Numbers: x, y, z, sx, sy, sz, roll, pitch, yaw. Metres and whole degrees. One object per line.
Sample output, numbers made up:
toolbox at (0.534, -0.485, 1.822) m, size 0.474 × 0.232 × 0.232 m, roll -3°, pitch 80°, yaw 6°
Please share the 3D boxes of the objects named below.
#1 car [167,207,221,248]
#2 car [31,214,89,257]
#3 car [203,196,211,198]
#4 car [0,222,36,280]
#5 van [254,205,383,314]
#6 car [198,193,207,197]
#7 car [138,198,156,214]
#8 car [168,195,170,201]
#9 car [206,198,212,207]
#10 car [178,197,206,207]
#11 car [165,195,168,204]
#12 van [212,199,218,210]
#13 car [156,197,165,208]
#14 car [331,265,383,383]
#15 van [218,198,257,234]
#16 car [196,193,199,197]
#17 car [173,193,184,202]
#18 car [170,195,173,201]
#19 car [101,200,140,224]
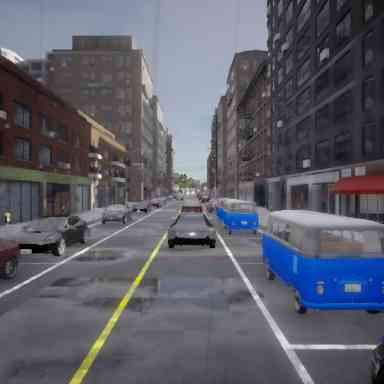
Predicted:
car at (0.000, 1.570, 14.650) m, size 1.994 × 1.385 × 4.181 m, roll 0°, pitch 0°, yaw 0°
car at (-5.388, 1.563, 12.988) m, size 1.947 × 1.339 × 4.313 m, roll 0°, pitch 0°, yaw 0°
car at (2.637, 1.515, 41.569) m, size 1.752 × 1.417 × 4.829 m, roll 0°, pitch 0°, yaw 0°
car at (-5.388, 1.580, 7.305) m, size 1.802 × 1.307 × 4.206 m, roll 0°, pitch 0°, yaw 0°
van at (2.637, 1.339, 7.305) m, size 1.690 × 1.788 × 3.998 m, roll 0°, pitch 0°, yaw 0°
car at (2.750, 1.458, 65.486) m, size 1.882 × 1.535 × 5.008 m, roll 0°, pitch 0°, yaw 0°
car at (-5.388, 1.557, 35.717) m, size 1.947 × 1.339 × 4.313 m, roll 0°, pitch 0°, yaw 0°
car at (-5.388, 1.528, 58.446) m, size 1.887 × 1.381 × 4.507 m, roll 0°, pitch 0°, yaw 0°
car at (2.637, 1.573, 35.717) m, size 1.802 × 1.307 × 4.206 m, roll 0°, pitch 0°, yaw 0°
car at (0.000, 1.479, 29.650) m, size 1.882 × 1.535 × 5.008 m, roll 0°, pitch 0°, yaw 0°
car at (-5.388, 1.536, 52.764) m, size 2.008 × 1.369 × 4.403 m, roll 0°, pitch 0°, yaw 0°
van at (2.637, 1.336, 24.353) m, size 1.690 × 1.788 × 3.998 m, roll 0°, pitch 0°, yaw 0°
car at (-5.388, 1.532, 47.082) m, size 1.887 × 1.381 × 4.507 m, roll 0°, pitch 0°, yaw 0°
car at (2.637, 1.549, 1.623) m, size 2.008 × 1.369 × 4.403 m, roll 0°, pitch 0°, yaw 0°
van at (2.637, 1.337, 18.670) m, size 1.690 × 1.788 × 3.998 m, roll 0°, pitch 0°, yaw 0°
car at (2.638, 1.288, 81.176) m, size 2.192 × 1.841 × 5.009 m, roll 0°, pitch 0°, yaw 0°
car at (-2.750, 1.418, 76.710) m, size 1.837 × 1.490 × 4.892 m, roll 0°, pitch 0°, yaw 0°
car at (-5.387, 1.413, 81.175) m, size 1.967 × 1.590 × 4.097 m, roll 0°, pitch 0°, yaw 0°
car at (-5.388, 1.545, 24.352) m, size 2.008 × 1.369 × 4.403 m, roll 0°, pitch 0°, yaw 0°
